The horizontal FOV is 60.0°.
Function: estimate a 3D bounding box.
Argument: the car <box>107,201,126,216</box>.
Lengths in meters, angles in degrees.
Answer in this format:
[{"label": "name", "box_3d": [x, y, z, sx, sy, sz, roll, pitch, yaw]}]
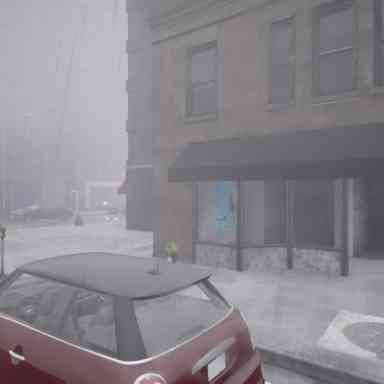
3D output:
[{"label": "car", "box_3d": [-6.225, 1.556, 32.622, 1.994, 1.385, 4.181, 0, 0, 35]}]

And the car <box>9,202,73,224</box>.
[{"label": "car", "box_3d": [-11.349, 1.516, 25.345, 1.812, 1.442, 4.674, 0, 0, 37]}]

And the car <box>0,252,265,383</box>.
[{"label": "car", "box_3d": [-1.376, 1.440, 3.830, 4.097, 1.590, 1.967, 0, 0, 36]}]
